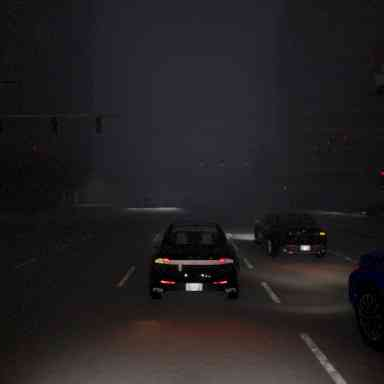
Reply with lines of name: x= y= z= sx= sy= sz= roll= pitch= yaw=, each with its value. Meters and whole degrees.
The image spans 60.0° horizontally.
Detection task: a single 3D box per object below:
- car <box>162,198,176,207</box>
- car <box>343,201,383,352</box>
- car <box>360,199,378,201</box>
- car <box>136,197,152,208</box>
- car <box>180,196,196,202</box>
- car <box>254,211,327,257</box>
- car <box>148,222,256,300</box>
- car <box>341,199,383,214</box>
car: x=-3.500 y=1.601 z=51.343 sx=1.895 sy=1.301 sz=4.718 roll=0 pitch=0 yaw=1
car: x=3.605 y=1.221 z=3.030 sx=2.150 sy=2.045 sz=5.566 roll=0 pitch=0 yaw=0
car: x=17.142 y=1.505 z=28.449 sx=4.892 sy=1.490 sz=1.837 roll=0 pitch=0 yaw=0
car: x=-7.016 y=1.505 z=48.709 sx=1.837 sy=1.490 sz=4.892 roll=0 pitch=0 yaw=0
car: x=-1.027 y=1.566 z=73.292 sx=1.895 sy=1.301 sz=4.718 roll=0 pitch=0 yaw=-27
car: x=3.615 y=1.505 z=12.866 sx=1.837 sy=1.490 sz=4.892 roll=0 pitch=0 yaw=1
car: x=0.065 y=1.492 z=8.399 sx=2.128 sy=1.511 sz=4.902 roll=0 pitch=0 yaw=1
car: x=18.673 y=1.526 z=35.656 sx=4.674 sy=1.442 sz=1.812 roll=0 pitch=0 yaw=0
